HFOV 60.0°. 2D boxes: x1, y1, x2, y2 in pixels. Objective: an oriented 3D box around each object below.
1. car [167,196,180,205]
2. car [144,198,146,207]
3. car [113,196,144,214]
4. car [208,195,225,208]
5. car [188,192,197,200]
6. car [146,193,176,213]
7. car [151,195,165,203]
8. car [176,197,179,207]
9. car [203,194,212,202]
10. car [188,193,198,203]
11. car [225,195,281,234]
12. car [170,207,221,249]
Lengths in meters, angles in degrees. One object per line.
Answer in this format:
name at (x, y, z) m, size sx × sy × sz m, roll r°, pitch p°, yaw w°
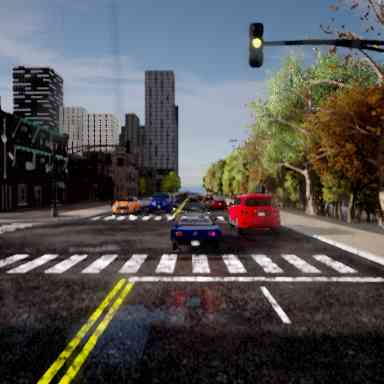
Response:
car at (-3.202, 1.439, 57.206) m, size 1.895 × 1.301 × 4.718 m, roll 0°, pitch 0°, yaw 0°
car at (-6.479, 1.474, 45.093) m, size 1.895 × 1.301 × 4.718 m, roll 0°, pitch 0°, yaw 0°
car at (-6.550, 1.258, 33.735) m, size 2.097 × 1.767 × 4.553 m, roll 0°, pitch 0°, yaw 1°
car at (3.443, 1.443, 43.103) m, size 1.994 × 1.385 × 4.181 m, roll 0°, pitch 0°, yaw 0°
car at (0.160, 0.971, 75.443) m, size 2.097 × 1.767 × 4.553 m, roll 0°, pitch 0°, yaw 0°
car at (-3.261, 1.122, 35.884) m, size 2.150 × 2.045 × 5.566 m, roll 0°, pitch 0°, yaw 0°
car at (-6.390, 1.314, 62.880) m, size 2.128 × 1.511 × 4.902 m, roll 0°, pitch 0°, yaw 1°
car at (-3.230, 1.223, 46.054) m, size 2.097 × 1.767 × 4.553 m, roll 0°, pitch 0°, yaw 0°
car at (3.419, 1.157, 67.953) m, size 2.097 × 1.767 × 4.553 m, roll 0°, pitch 0°, yaw 1°
car at (0.137, 1.362, 65.056) m, size 2.033 × 1.411 × 5.357 m, roll 0°, pitch 0°, yaw 0°
car at (3.393, 1.170, 18.838) m, size 2.150 × 2.045 × 5.566 m, roll 0°, pitch 0°, yaw 0°
car at (0.131, 1.562, 14.376) m, size 1.895 × 1.301 × 4.718 m, roll 0°, pitch 0°, yaw 0°
